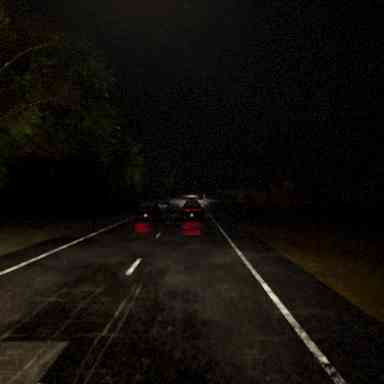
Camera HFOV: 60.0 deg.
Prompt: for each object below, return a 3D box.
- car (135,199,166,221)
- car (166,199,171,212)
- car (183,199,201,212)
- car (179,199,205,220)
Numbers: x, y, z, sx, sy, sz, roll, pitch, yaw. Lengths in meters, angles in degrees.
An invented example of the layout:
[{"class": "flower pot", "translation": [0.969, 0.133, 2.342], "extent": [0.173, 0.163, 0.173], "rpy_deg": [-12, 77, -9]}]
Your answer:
[{"class": "car", "translation": [-3.504, 1.513, 27.544], "extent": [1.837, 1.490, 4.892], "rpy_deg": [0, 0, 0]}, {"class": "car", "translation": [-3.494, 1.554, 39.226], "extent": [2.033, 1.411, 5.357], "rpy_deg": [0, 0, 0]}, {"class": "car", "translation": [0.021, 1.571, 40.563], "extent": [1.994, 1.385, 4.181], "rpy_deg": [0, 0, 1]}, {"class": "car", "translation": [-0.006, 1.513, 27.792], "extent": [1.837, 1.490, 4.892], "rpy_deg": [0, 0, 0]}]
